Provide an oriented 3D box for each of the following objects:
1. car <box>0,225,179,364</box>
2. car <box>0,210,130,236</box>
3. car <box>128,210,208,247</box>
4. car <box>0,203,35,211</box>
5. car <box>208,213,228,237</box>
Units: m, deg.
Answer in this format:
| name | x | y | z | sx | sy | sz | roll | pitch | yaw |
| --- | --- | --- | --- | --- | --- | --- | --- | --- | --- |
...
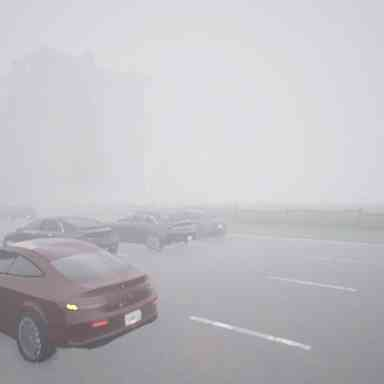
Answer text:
| name | x | y | z | sx | sy | sz | roll | pitch | yaw |
| --- | --- | --- | --- | --- | --- | --- | --- | --- | --- |
| car | -2.686 | 1.556 | 5.864 | 4.674 | 1.442 | 1.812 | 0 | 0 | 35 |
| car | -4.655 | 1.563 | 11.557 | 4.892 | 1.490 | 1.837 | 0 | 0 | 35 |
| car | -2.060 | 1.545 | 14.009 | 4.902 | 1.511 | 2.128 | 0 | 0 | 35 |
| car | -14.694 | 1.659 | 27.205 | 4.892 | 1.490 | 1.837 | 0 | 0 | 35 |
| car | -0.284 | 1.619 | 17.039 | 4.181 | 1.385 | 1.994 | 0 | 0 | 35 |
